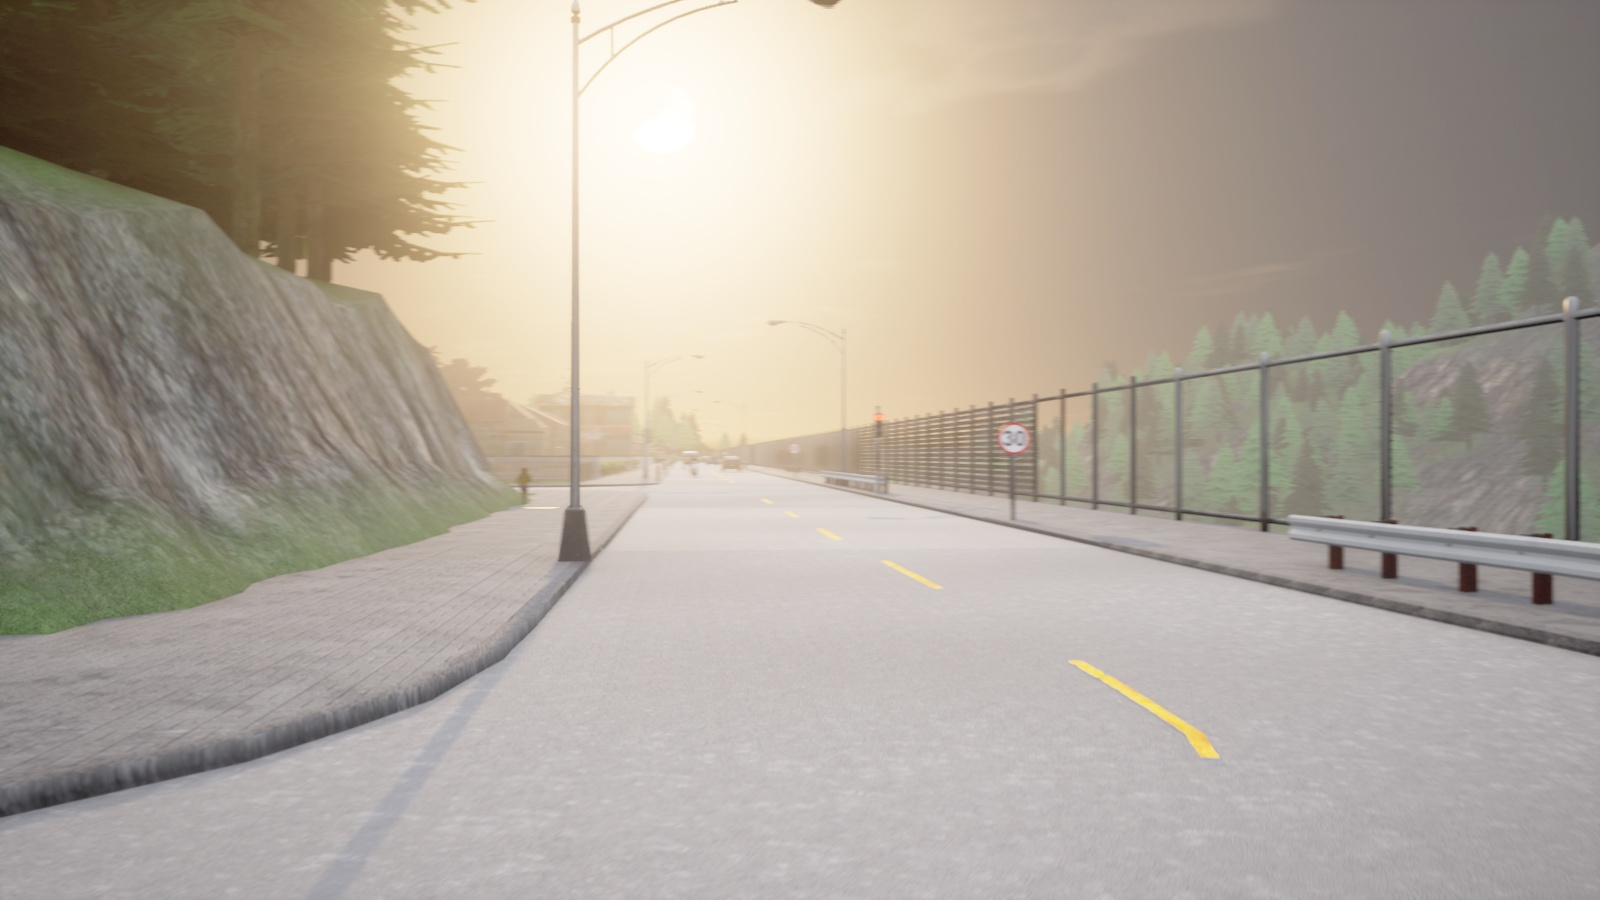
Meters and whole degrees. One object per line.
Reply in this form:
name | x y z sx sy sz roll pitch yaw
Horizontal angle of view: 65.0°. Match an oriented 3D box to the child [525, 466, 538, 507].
child | -7.648 1.040 35.725 0.299 1.160 0.473 0 0 -5
